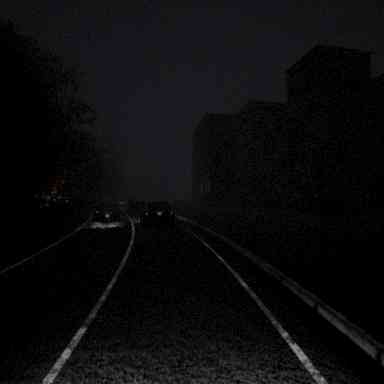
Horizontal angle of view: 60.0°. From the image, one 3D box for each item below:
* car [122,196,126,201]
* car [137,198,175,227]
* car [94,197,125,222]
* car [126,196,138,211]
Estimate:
[{"bbox_3d":[-13.563,1.381,67.998,1.895,1.301,4.718,0,0,2],"label":"car"},{"bbox_3d":[-2.465,1.394,23.057,2.097,1.767,4.553,1,0,-11],"label":"car"},{"bbox_3d":[-6.648,1.470,26.440,2.128,1.511,4.902,1,0,-13],"label":"car"},{"bbox_3d":[-6.779,1.452,41.141,1.882,1.535,5.008,1,0,-14],"label":"car"}]
